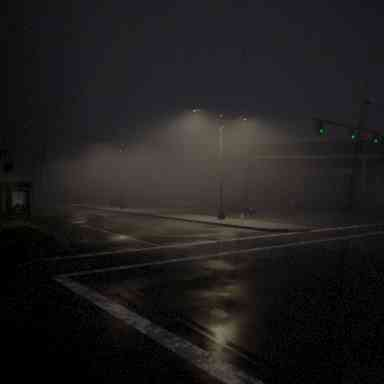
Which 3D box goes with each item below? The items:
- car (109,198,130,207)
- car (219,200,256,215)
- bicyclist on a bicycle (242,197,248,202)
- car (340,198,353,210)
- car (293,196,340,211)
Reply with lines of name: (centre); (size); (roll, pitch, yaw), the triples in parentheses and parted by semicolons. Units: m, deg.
car: (-11.125, 1.562, 50.712); (1.994, 1.385, 4.181); (0, 0, -35)
car: (4.661, 1.562, 34.499); (1.994, 1.385, 4.181); (0, 0, -35)
bicyclist on a bicycle: (6.289, 1.428, 39.750); (1.656, 1.620, 0.582); (-6, -7, -37)
car: (18.130, 1.452, 42.039); (1.970, 1.475, 3.806); (0, 0, -35)
car: (13.867, 1.292, 38.113); (2.242, 1.667, 4.611); (0, 0, -35)
